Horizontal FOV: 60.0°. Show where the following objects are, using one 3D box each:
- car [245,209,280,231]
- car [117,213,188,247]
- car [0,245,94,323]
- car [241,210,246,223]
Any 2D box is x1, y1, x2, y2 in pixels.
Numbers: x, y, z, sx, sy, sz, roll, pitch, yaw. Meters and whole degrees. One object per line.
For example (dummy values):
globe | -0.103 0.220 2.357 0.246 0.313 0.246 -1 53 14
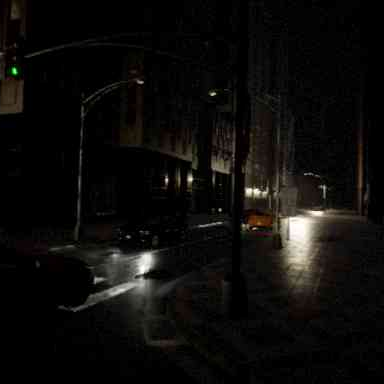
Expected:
car | 6.264 2.376 28.289 1.882 1.535 5.008 1 -2 24
car | -1.905 1.880 17.573 1.882 1.535 5.008 1 -1 24
car | -3.765 1.587 5.780 1.812 1.442 4.674 1 -2 24
car | 6.642 2.593 36.724 1.882 1.535 5.008 1 -2 24
